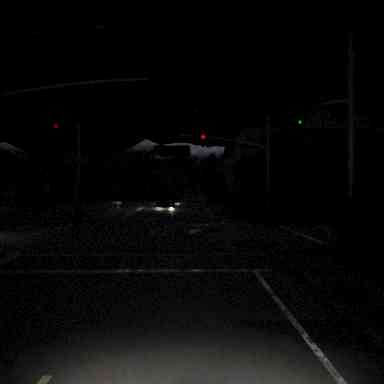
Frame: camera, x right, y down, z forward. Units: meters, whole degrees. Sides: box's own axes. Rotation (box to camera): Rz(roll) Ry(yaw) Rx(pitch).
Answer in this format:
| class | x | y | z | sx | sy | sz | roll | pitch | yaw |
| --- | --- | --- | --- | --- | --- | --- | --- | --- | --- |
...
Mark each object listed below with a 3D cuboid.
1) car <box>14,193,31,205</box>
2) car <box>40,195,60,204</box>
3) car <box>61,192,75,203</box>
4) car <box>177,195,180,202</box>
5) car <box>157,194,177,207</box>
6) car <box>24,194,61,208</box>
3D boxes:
| class | x | y | z | sx | sy | sz | roll | pitch | yaw |
| --- | --- | --- | --- | --- | --- | --- | --- | --- | --- |
| car | -25.880 | 1.082 | 52.302 | 1.932 | 1.855 | 4.605 | 0 | 0 | 0 |
| car | -25.939 | 1.311 | 60.782 | 1.970 | 1.475 | 3.806 | 0 | 0 | 0 |
| car | -22.613 | 1.029 | 60.178 | 1.905 | 1.878 | 3.866 | 0 | 0 | 0 |
| car | -3.486 | 1.158 | 63.886 | 2.097 | 1.767 | 4.553 | 0 | 0 | 0 |
| car | -3.564 | 1.167 | 45.867 | 2.097 | 1.767 | 4.553 | 0 | 0 | 0 |
| car | -18.914 | 1.322 | 42.309 | 2.007 | 1.523 | 4.514 | 0 | 0 | 0 |
